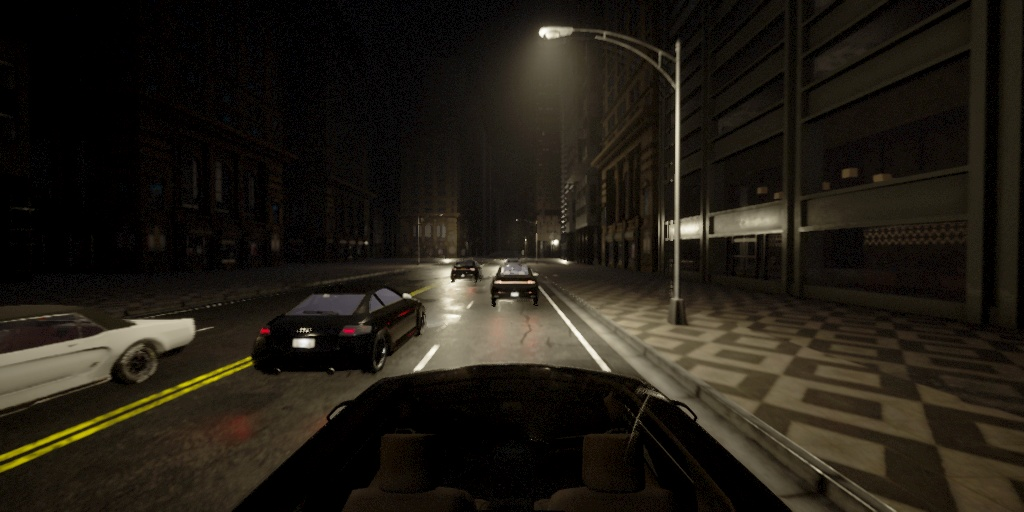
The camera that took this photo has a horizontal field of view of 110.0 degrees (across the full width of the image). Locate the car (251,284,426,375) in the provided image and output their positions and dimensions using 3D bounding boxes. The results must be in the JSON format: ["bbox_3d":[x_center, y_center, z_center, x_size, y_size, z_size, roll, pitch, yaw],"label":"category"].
[{"bbox_3d":[-3.149,1.265,7.430,1.994,1.385,4.181,0,0,0],"label":"car"}]

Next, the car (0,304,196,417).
[{"bbox_3d":[-6.599,1.331,4.144,1.895,1.301,4.718,0,1,0],"label":"car"}]

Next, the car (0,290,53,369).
[{"bbox_3d":[-9.848,1.327,4.589,1.895,1.301,4.718,0,0,0],"label":"car"}]

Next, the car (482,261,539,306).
[{"bbox_3d":[0.102,1.128,15.063,2.128,1.511,4.902,0,0,0],"label":"car"}]

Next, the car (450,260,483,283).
[{"bbox_3d":[-3.148,1.043,25.440,2.128,1.511,4.902,0,0,0],"label":"car"}]

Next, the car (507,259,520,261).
[{"bbox_3d":[0.105,0.984,37.190,1.812,1.442,4.674,0,0,0],"label":"car"}]
